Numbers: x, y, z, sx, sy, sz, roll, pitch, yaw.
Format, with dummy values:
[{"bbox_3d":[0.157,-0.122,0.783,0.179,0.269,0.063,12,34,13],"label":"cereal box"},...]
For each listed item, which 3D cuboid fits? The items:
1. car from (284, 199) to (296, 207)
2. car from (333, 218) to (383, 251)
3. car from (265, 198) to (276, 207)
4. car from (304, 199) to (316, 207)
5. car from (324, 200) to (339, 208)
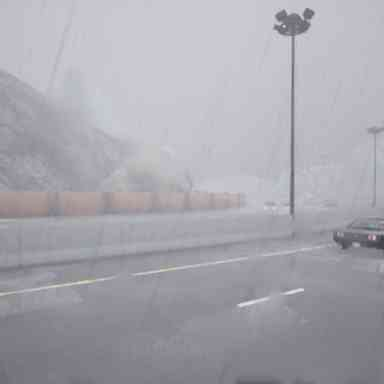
[{"bbox_3d":[17.754,2.029,60.272,1.994,1.385,4.181,0,0,15],"label":"car"},{"bbox_3d":[7.985,1.738,14.058,4.718,1.301,1.895,1,0,-39],"label":"car"},{"bbox_3d":[14.664,1.930,62.181,1.882,1.535,5.008,0,0,14],"label":"car"},{"bbox_3d":[21.570,1.990,60.914,2.128,1.511,4.902,0,0,14],"label":"car"},{"bbox_3d":[24.850,2.062,59.437,2.033,1.411,5.357,0,0,15],"label":"car"}]
